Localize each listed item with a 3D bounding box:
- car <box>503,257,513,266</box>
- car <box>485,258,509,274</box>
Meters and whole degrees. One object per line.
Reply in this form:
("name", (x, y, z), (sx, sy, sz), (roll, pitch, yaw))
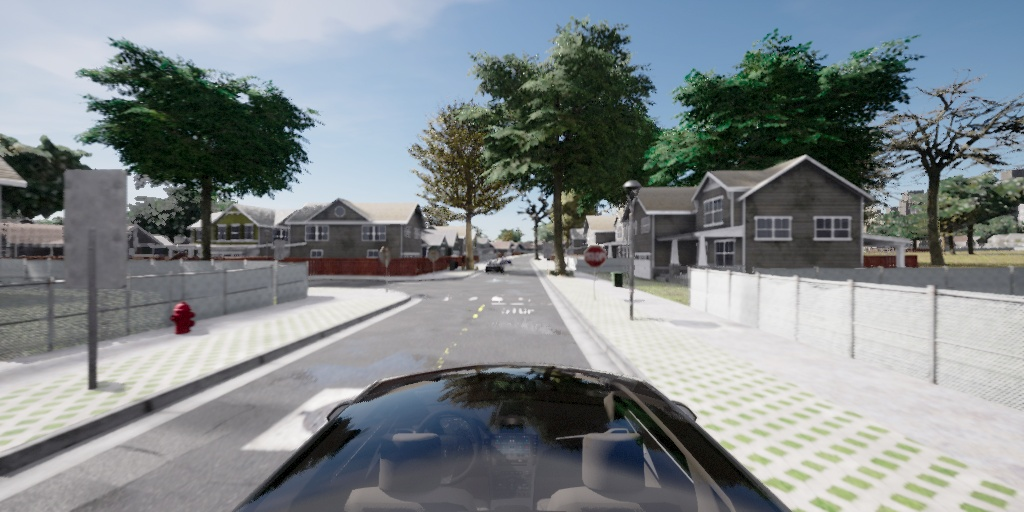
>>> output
("car", (-0.900, 0.867, 59.252), (1.895, 1.301, 4.718), (0, 1, 2))
("car", (-1.682, 1.133, 36.707), (1.895, 1.301, 4.718), (0, 1, 2))
